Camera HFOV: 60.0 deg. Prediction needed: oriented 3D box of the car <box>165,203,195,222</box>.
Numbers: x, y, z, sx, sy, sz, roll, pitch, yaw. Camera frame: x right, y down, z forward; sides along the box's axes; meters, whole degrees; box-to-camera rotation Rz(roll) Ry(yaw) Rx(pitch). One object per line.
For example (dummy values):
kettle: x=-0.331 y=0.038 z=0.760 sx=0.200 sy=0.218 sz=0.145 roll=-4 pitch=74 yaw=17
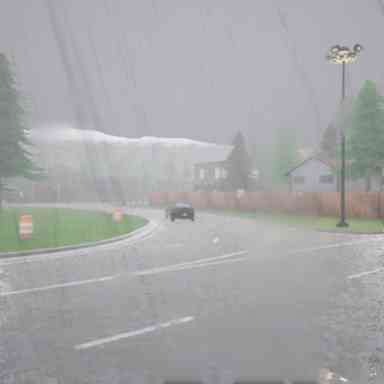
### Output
car: x=-1.123 y=1.638 z=28.543 sx=1.882 sy=1.535 sz=5.008 roll=1 pitch=0 yaw=-13
